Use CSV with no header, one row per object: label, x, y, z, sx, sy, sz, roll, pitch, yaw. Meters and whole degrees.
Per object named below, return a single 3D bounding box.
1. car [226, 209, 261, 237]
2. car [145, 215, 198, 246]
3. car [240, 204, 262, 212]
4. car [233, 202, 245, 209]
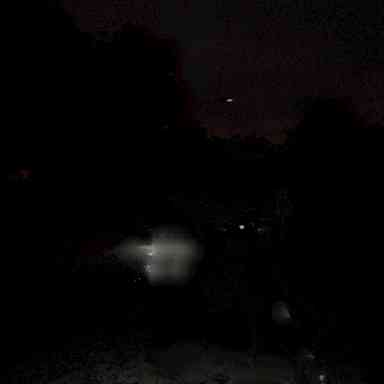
car,3.261,2.056,21.425,1.994,1.385,4.181,0,-1,10
car,-0.946,1.919,17.403,1.994,1.385,4.181,0,-1,12
car,6.734,2.444,37.381,1.837,1.490,4.892,0,-1,13
car,8.780,2.926,60.721,2.150,2.045,5.566,0,-2,13
